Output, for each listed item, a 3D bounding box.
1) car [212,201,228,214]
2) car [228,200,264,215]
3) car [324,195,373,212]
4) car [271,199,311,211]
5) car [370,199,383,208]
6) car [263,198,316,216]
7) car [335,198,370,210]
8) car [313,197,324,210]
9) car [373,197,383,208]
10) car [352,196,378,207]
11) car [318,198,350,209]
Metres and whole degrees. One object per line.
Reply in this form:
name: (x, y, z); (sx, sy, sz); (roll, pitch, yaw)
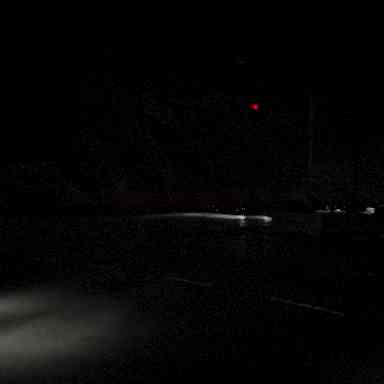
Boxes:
car: (4.506, 1.671, 37.302); (4.718, 1.301, 1.895); (0, 0, -35)
car: (6.451, 1.573, 34.391); (4.892, 1.490, 1.837); (0, 0, -35)
car: (18.121, 1.319, 38.394); (5.566, 2.045, 2.150); (0, 0, -36)
car: (12.942, 1.644, 43.286); (5.357, 1.411, 2.033); (0, 0, -35)
car: (29.198, 1.741, 50.560); (4.718, 1.301, 1.895); (0, 0, -36)
car: (9.518, 1.575, 32.279); (4.892, 1.490, 1.837); (0, 0, -35)
car: (21.931, 1.609, 45.354); (4.902, 1.511, 2.128); (0, 0, -35)
car: (14.453, 1.446, 40.081); (4.553, 1.767, 2.097); (0, 0, -35)
car: (26.166, 1.614, 44.051); (4.902, 1.511, 2.128); (0, 0, -35)
car: (28.345, 1.497, 54.337); (4.553, 1.767, 2.097); (0, 0, -38)
car: (20.915, 1.613, 48.892); (4.902, 1.511, 2.128); (0, 0, -35)
